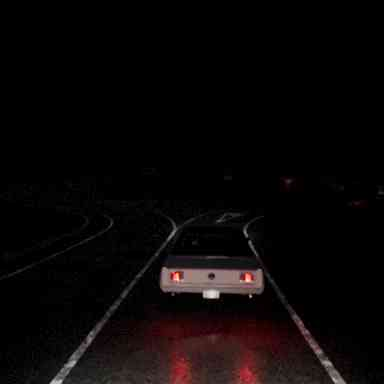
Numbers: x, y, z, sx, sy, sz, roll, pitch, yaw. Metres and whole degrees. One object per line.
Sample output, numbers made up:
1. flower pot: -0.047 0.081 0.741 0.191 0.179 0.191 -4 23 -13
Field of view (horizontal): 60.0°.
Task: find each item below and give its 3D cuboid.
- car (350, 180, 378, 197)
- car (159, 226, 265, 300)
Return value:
1. car: 16.076 -0.437 31.354 1.812 1.442 4.674 6 10 43
2. car: 0.480 1.474 8.056 1.895 1.301 4.718 0 1 4
